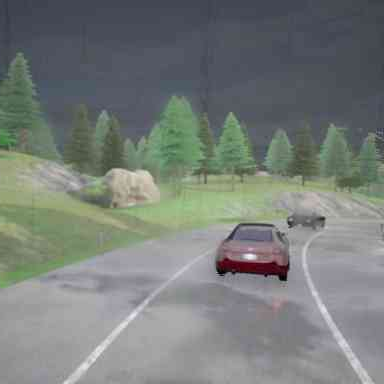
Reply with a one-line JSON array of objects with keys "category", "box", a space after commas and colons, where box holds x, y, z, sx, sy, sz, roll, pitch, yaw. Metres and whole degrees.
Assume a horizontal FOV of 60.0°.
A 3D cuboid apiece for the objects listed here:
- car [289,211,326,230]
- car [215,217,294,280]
[{"category": "car", "box": [8.686, 2.072, 24.964, 1.895, 1.301, 4.718, 2, -1, 32]}, {"category": "car", "box": [2.007, 1.652, 10.436, 1.994, 1.385, 4.181, 1, -1, 15]}]
